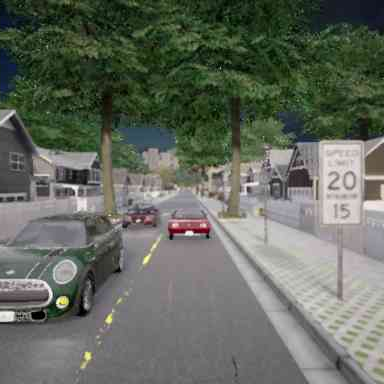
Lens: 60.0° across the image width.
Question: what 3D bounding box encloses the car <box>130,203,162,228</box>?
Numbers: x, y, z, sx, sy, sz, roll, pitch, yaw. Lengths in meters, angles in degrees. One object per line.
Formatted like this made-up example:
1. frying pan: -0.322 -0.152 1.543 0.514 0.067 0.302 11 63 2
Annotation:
1. car: -3.012 1.409 20.746 1.994 1.385 4.181 0 0 0

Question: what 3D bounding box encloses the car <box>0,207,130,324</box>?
1. car: -2.907 1.303 7.361 2.097 1.767 4.553 0 1 -1

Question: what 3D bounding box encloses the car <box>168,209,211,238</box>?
1. car: -0.139 1.466 16.582 1.895 1.301 4.718 0 0 -1
